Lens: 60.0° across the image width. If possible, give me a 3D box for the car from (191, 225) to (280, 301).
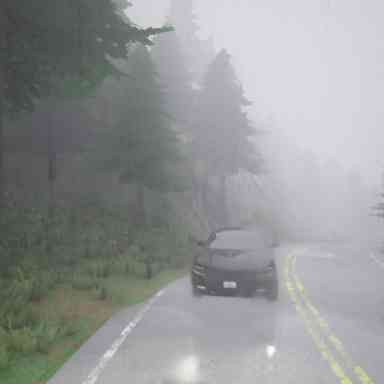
[{"bbox_3d":[1.284,1.679,9.054,1.882,1.535,5.008,-1,-3,12],"label":"car"}]
